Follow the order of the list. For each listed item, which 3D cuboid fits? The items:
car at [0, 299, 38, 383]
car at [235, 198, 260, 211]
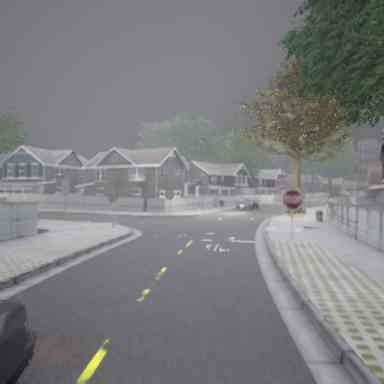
[{"bbox_3d":[-2.712,1.526,1.389,2.033,1.411,5.357,0,0,2],"label":"car"},{"bbox_3d":[6.564,1.405,38.934,2.128,1.511,4.902,0,0,26],"label":"car"}]
